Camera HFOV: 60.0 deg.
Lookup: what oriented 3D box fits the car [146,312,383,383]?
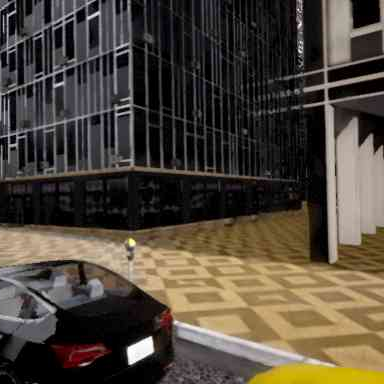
[{"bbox_3d":[2.210,1.519,1.316,4.829,1.417,1.752,0,-1,36],"label":"car"}]

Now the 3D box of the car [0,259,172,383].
[{"bbox_3d":[-2.192,1.589,4.455,4.313,1.339,1.947,0,-1,36],"label":"car"}]
